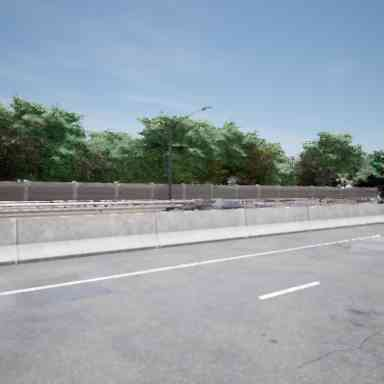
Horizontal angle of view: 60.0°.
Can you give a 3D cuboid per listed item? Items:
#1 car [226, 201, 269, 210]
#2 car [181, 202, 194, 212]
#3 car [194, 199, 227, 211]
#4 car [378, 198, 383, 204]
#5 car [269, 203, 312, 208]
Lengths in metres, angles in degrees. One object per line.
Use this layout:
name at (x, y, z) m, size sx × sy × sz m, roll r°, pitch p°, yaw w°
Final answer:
car at (5.648, 1.624, 29.555) m, size 4.718 × 1.301 × 1.895 m, roll 0°, pitch 0°, yaw -36°
car at (1.121, 1.527, 34.922) m, size 4.892 × 1.490 × 1.837 m, roll 0°, pitch 0°, yaw -36°
car at (3.187, 1.570, 32.096) m, size 5.357 × 1.411 × 2.033 m, roll 0°, pitch 0°, yaw -36°
car at (35.165, 1.477, 59.265) m, size 4.553 × 1.767 × 2.097 m, roll 0°, pitch 0°, yaw -36°
car at (8.762, 1.590, 27.480) m, size 4.181 × 1.385 × 1.994 m, roll 0°, pitch 0°, yaw -36°
